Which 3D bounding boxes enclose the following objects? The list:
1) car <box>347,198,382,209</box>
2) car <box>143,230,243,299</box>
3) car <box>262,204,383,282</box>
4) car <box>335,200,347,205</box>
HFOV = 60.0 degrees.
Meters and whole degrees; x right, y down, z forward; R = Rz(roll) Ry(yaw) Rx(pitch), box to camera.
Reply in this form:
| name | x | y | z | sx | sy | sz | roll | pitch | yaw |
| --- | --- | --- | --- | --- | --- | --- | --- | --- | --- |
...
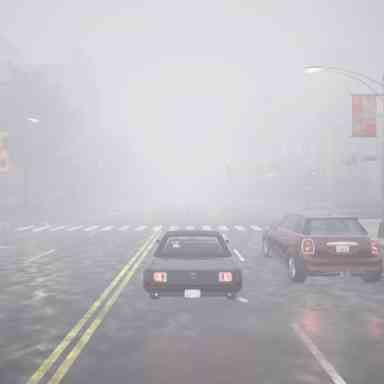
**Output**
| name | x | y | z | sx | sy | sz | roll | pitch | yaw |
| --- | --- | --- | --- | --- | --- | --- | --- | --- | --- |
| car | 22.619 | 1.552 | 42.458 | 4.181 | 1.385 | 1.994 | 0 | 0 | 0 |
| car | 0.015 | 1.599 | 8.393 | 1.895 | 1.301 | 4.718 | 0 | 0 | 0 |
| car | 3.507 | 1.349 | 9.873 | 2.097 | 1.767 | 4.553 | 0 | 0 | 0 |
| car | 22.699 | 1.535 | 45.958 | 5.357 | 1.411 | 2.033 | 0 | 0 | 0 |
